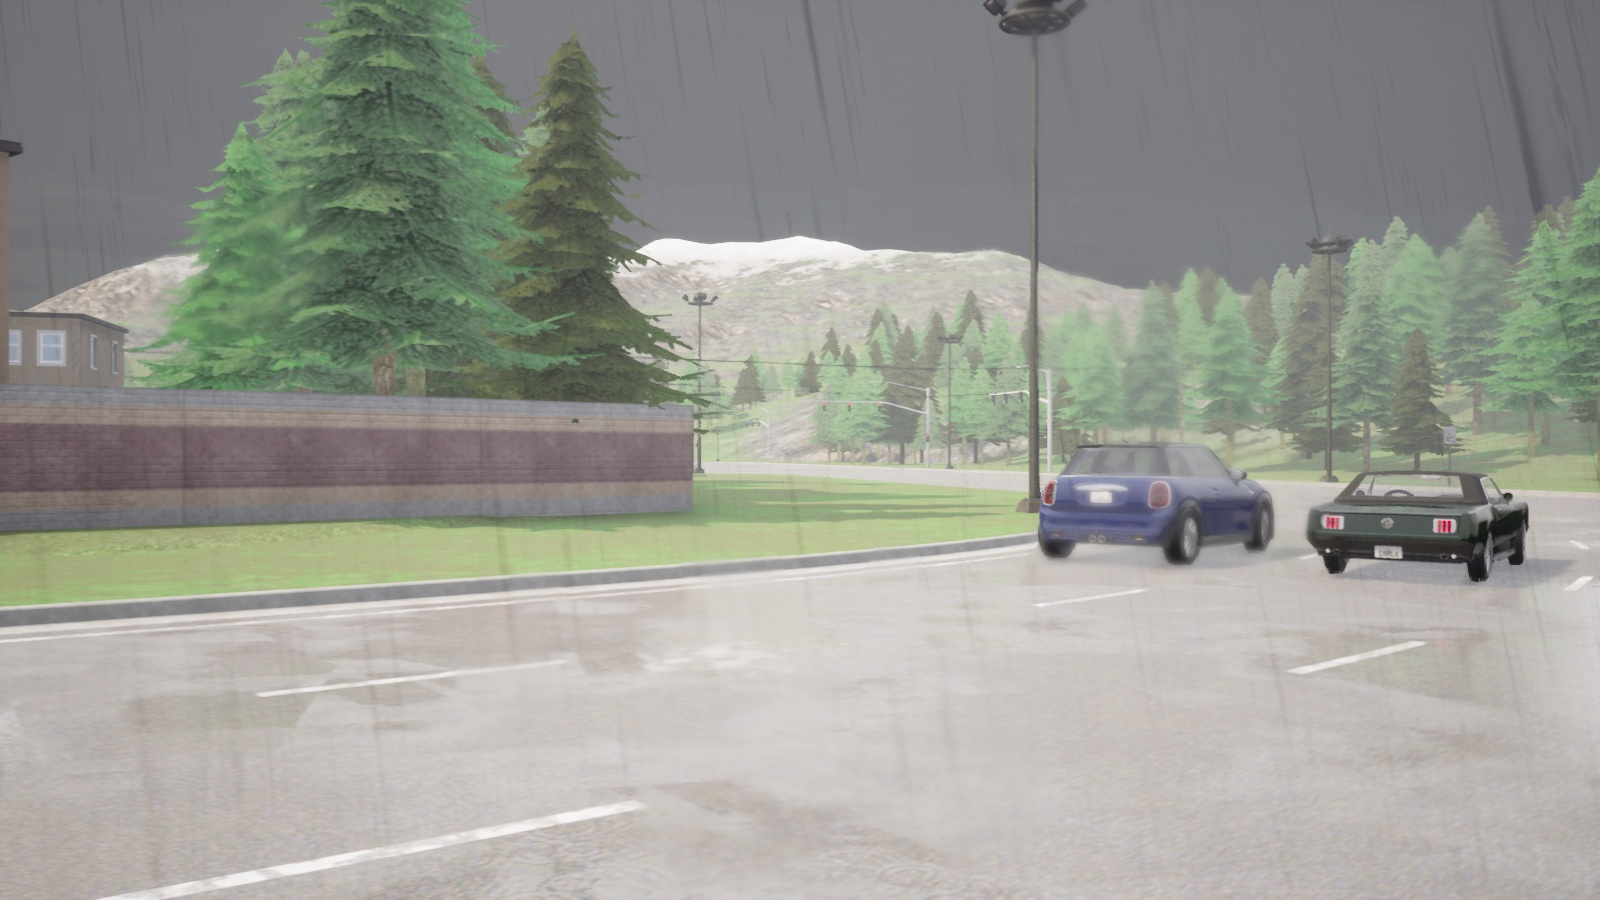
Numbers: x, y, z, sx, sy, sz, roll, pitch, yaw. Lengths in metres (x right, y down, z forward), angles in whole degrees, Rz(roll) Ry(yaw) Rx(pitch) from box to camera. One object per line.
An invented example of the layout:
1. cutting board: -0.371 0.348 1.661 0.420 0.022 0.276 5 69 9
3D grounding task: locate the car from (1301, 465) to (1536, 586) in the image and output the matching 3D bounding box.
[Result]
1. car: 8.218 0.873 16.431 1.895 1.301 4.718 0 0 37

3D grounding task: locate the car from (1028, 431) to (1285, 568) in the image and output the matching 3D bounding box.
1. car: 5.389 0.645 18.573 2.097 1.767 4.553 0 0 38
